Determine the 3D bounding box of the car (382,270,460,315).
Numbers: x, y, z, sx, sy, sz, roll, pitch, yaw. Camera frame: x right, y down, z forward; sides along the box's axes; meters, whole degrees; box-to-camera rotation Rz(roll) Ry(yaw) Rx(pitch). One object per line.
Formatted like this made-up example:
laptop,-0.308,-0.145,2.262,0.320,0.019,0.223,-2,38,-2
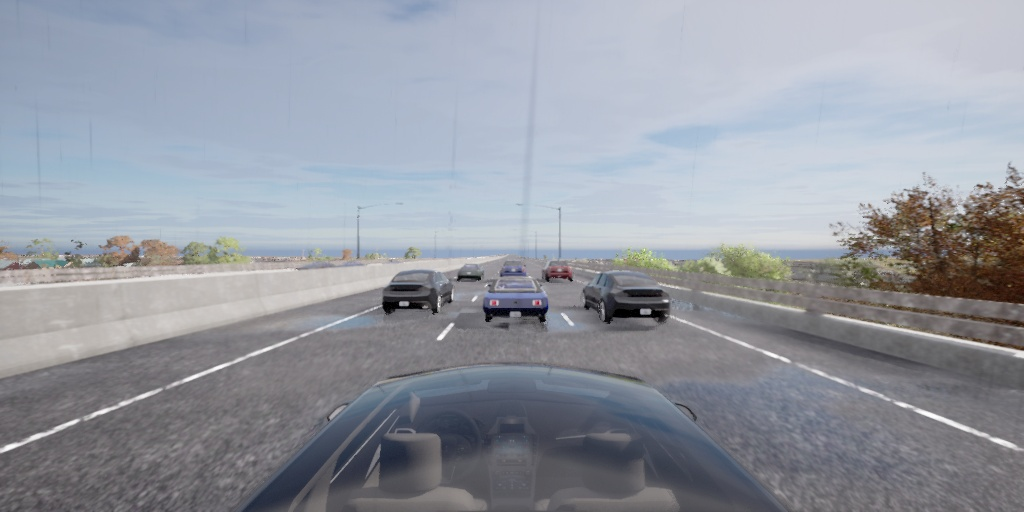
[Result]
car,-3.395,1.257,13.700,1.837,1.490,4.892,0,0,0

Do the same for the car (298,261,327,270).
car,-21.073,1.301,39.181,2.033,1.411,5.357,0,0,0

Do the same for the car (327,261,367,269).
car,-17.575,1.301,39.144,2.033,1.411,5.357,0,0,0

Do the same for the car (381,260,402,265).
car,-14.067,1.244,42.169,2.128,1.511,4.902,0,0,0

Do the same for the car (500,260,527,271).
car,0.111,1.104,29.333,2.097,1.767,4.553,0,0,0

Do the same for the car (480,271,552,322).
car,0.104,1.353,12.317,1.895,1.301,4.718,0,0,0

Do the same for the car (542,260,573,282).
car,3.611,1.104,29.334,2.097,1.767,4.553,0,0,0

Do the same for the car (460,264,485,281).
car,-3.388,1.317,30.228,1.994,1.385,4.181,0,0,0

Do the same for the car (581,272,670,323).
car,3.604,1.256,12.083,1.837,1.490,4.892,0,0,0
